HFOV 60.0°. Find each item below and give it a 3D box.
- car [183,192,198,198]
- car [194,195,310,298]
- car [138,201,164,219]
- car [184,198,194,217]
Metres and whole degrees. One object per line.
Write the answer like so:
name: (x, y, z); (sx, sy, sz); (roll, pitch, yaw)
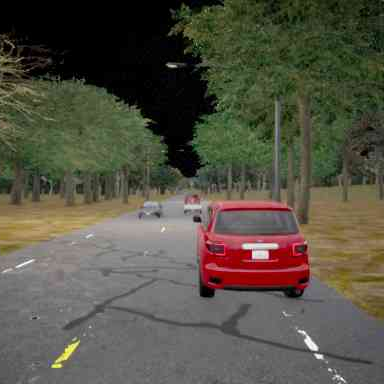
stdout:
car: (0.064, 1.188, 45.832); (2.150, 2.045, 5.566); (0, 0, 0)
car: (1.235, 1.226, 8.679); (2.150, 2.045, 5.566); (0, 0, 0)
car: (-3.570, 1.521, 29.539); (1.812, 1.442, 4.674); (0, 0, 0)
car: (0.104, 1.588, 35.867); (1.895, 1.301, 4.718); (0, 0, 0)
